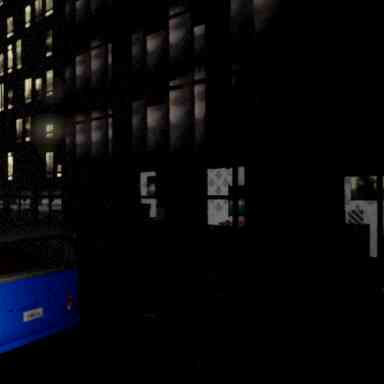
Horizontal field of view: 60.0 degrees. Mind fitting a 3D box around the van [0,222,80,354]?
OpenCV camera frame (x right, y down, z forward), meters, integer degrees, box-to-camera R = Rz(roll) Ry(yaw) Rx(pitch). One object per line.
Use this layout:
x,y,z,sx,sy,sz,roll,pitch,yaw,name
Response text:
-3.587,1.381,5.438,3.998,1.788,1.690,0,0,36,van
